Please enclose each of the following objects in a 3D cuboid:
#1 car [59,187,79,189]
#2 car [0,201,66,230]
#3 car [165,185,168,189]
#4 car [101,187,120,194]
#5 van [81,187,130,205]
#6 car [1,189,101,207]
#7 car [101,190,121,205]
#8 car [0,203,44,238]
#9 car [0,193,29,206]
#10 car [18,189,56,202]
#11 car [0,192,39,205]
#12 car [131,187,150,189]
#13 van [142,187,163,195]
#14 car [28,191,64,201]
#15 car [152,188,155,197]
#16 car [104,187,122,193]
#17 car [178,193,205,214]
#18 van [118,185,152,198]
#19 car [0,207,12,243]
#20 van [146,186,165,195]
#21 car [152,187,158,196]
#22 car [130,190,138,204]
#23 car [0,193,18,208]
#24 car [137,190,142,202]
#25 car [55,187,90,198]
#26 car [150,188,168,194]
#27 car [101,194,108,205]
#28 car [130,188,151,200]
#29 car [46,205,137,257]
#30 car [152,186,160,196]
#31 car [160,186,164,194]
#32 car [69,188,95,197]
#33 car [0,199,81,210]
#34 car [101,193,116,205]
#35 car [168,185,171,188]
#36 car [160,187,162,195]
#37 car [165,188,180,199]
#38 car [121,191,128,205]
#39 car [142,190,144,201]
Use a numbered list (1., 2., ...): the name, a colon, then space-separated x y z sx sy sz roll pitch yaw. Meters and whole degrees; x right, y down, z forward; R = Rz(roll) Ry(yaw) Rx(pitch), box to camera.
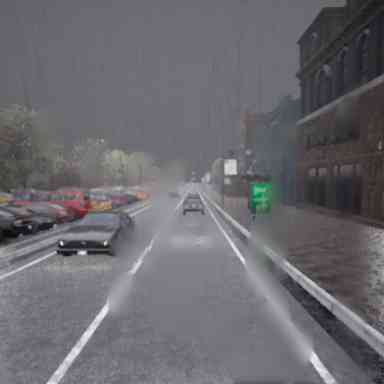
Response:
1. car: -22.341 0.333 56.656 4.553 1.767 2.185 0 1 1
2. car: -9.622 1.389 17.604 4.792 1.488 2.163 0 1 1
3. car: -9.060 -0.339 78.813 5.566 2.045 2.435 0 1 1
4. car: -22.097 -0.496 89.940 4.553 1.767 2.185 0 1 1
5. van: -9.589 0.696 37.079 4.442 1.987 1.878 0 1 1
6. car: -9.629 0.987 23.165 5.566 2.045 2.435 0 1 1
7. car: -9.493 0.926 31.390 4.553 1.767 2.185 0 1 1
8. car: -9.672 1.410 14.817 5.008 1.535 2.097 0 1 1
9. car: -22.533 0.853 39.956 4.892 1.521 2.231 0 1 1
10. car: -22.418 0.532 48.305 4.553 1.767 2.185 0 1 1
11. car: -22.529 0.817 42.739 4.792 1.488 2.163 0 1 1
12. car: -9.313 0.471 50.992 4.553 1.767 2.185 0 1 1
13. van: -8.997 -0.243 76.031 4.442 1.987 1.878 0 1 1
14. car: -22.427 0.631 51.093 4.674 1.452 2.002 0 1 1
15. car: -9.264 0.493 56.561 4.792 1.488 2.163 0 1 1
16. car: -22.072 -0.566 92.724 4.553 1.767 2.185 0 1 1
17. car: 0.132 1.135 28.929 2.033 1.411 5.357 0 1 0
18. van: -9.202 0.306 53.709 4.442 1.987 1.878 0 1 1
19. car: -9.697 1.453 12.028 5.008 1.535 2.097 0 1 0
20. van: -8.947 -0.380 81.471 4.442 1.987 1.878 0 1 1
21. car: -9.244 0.368 62.126 4.674 1.452 2.002 0 1 1
22. car: -9.452 0.857 39.866 5.008 1.535 2.097 0 1 1
23. car: -22.557 0.916 37.172 5.008 1.535 2.097 0 1 1
24. car: -9.416 0.793 42.648 5.008 1.535 2.097 0 1 1
25. car: -22.293 0.072 62.223 5.566 2.045 2.435 0 1 1
26. car: -8.988 -0.328 89.950 4.674 1.452 2.002 0 1 1
27. car: -9.569 1.175 25.953 5.008 1.535 2.097 0 1 1
28. car: -9.184 0.659 48.211 5.366 1.575 1.946 0 1 1
29. car: -3.341 1.443 12.791 2.033 1.411 5.357 0 1 0
30. car: -9.185 0.135 64.904 4.553 1.767 2.185 0 1 1
31. car: -9.350 0.119 70.475 5.366 1.575 1.946 0 1 1
32. car: -22.301 0.060 67.794 4.553 1.767 2.185 0 1 1
33. car: -9.623 1.341 20.389 4.674 1.452 2.002 0 1 1
34. car: -9.735 1.109 28.737 5.366 1.575 1.946 0 1 1
35. car: -8.989 -0.408 92.732 4.792 1.488 2.163 0 1 1
36. car: -9.197 0.192 67.691 4.892 1.521 2.231 0 1 1
37. car: -3.147 0.506 58.245 1.895 1.301 4.718 0 1 1
38. car: -9.504 0.986 34.300 4.892 1.521 2.231 0 1 1
39. car: -9.398 0.768 45.432 4.674 1.452 2.002 0 1 1
